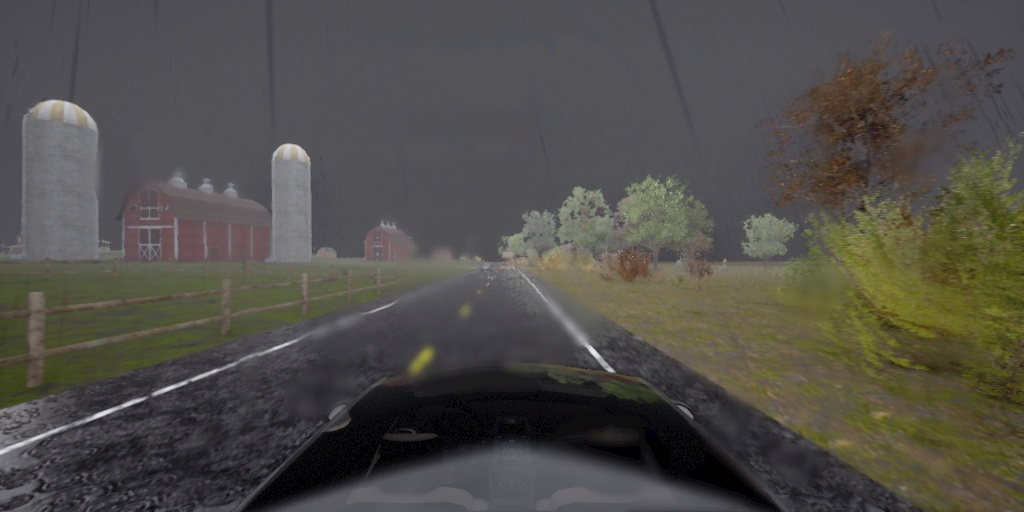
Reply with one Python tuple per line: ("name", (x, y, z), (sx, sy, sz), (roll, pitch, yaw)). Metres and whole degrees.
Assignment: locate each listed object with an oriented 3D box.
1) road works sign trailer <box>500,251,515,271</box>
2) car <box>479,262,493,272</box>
("road works sign trailer", (-0.683, 0.818, 65.231), (2.380, 3.560, 2.880), (0, 0, -2))
("car", (-4.088, 1.768, 57.230), (2.128, 1.511, 4.902), (0, 0, 0))
